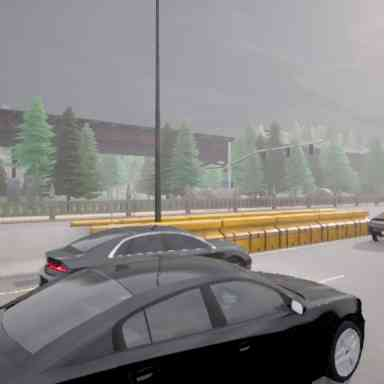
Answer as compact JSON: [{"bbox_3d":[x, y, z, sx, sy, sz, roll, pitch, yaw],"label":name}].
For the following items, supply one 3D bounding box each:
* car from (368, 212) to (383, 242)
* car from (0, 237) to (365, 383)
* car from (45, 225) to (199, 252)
[{"bbox_3d":[9.950,1.491,15.145,4.902,1.511,2.128,0,0,-36],"label":"car"},{"bbox_3d":[-0.012,1.478,3.737,5.008,1.535,1.882,0,0,-35],"label":"car"},{"bbox_3d":[-0.757,1.506,7.506,4.892,1.490,1.837,0,0,-36],"label":"car"}]
